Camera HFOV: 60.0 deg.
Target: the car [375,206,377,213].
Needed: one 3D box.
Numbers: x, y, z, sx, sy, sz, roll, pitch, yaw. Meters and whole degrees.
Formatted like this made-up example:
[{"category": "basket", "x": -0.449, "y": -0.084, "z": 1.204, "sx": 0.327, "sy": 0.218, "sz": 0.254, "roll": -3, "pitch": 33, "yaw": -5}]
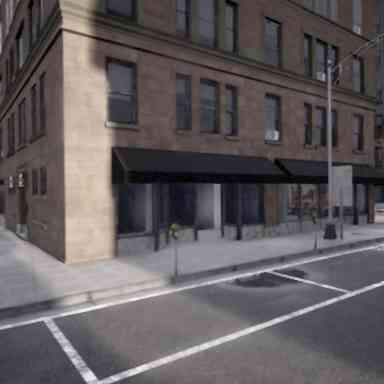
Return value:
[{"category": "car", "x": 13.539, "y": 1.206, "z": 29.201, "sx": 2.128, "sy": 1.511, "sz": 4.902, "roll": -1, "pitch": 0, "yaw": -35}]
